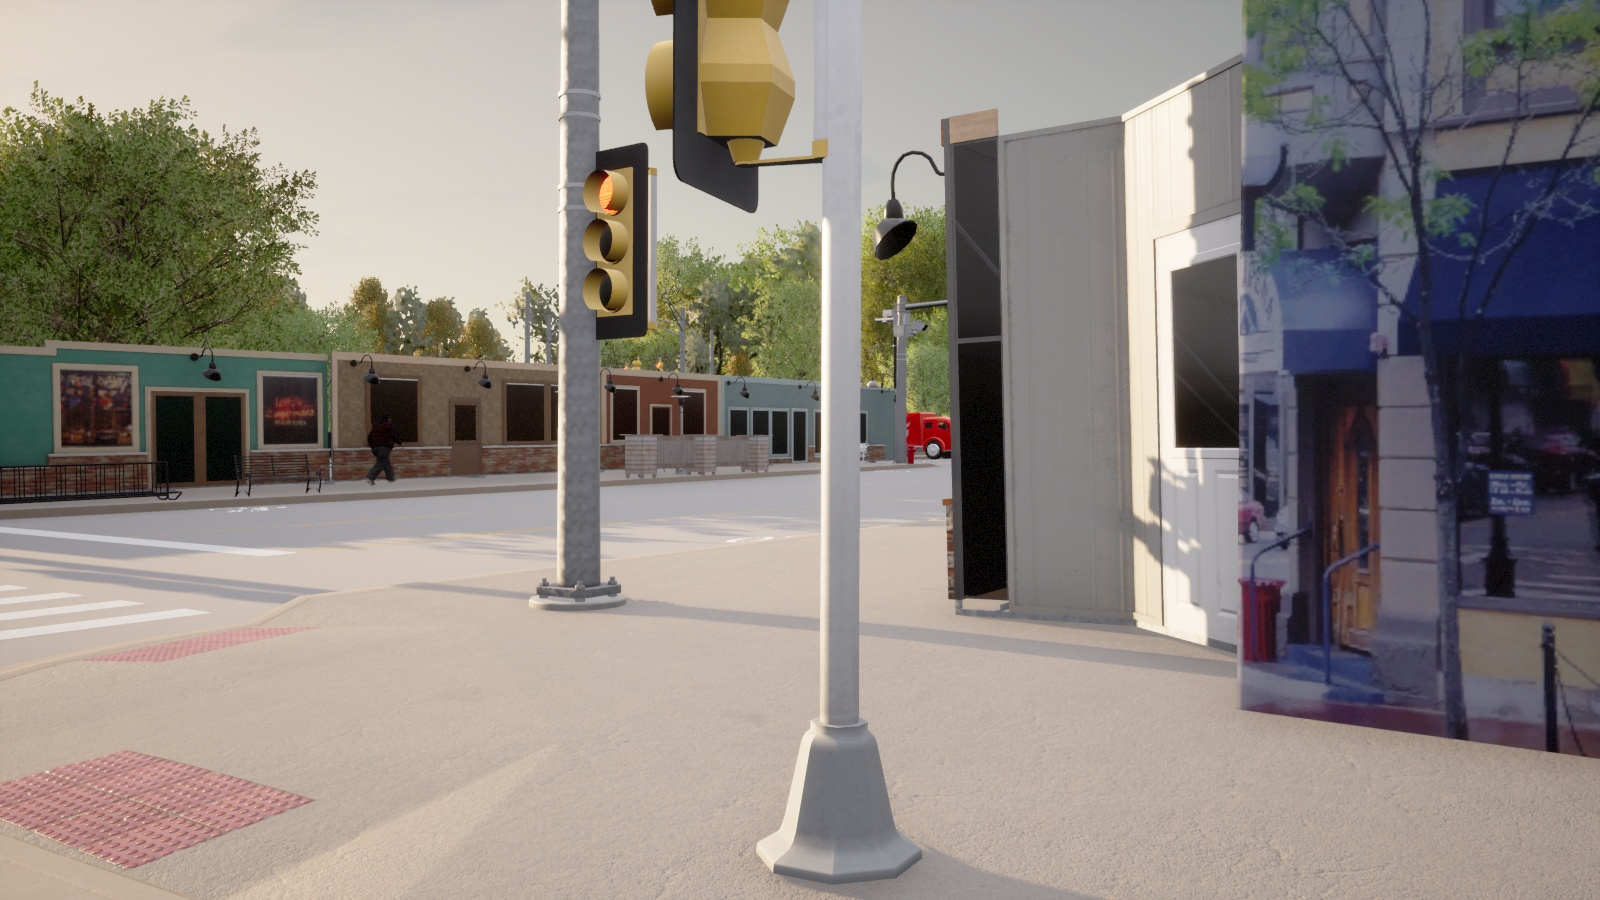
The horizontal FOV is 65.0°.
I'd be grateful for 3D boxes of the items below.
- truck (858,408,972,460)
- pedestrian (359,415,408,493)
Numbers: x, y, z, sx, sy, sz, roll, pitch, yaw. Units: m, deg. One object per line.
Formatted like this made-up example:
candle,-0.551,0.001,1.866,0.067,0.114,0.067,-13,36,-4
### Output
truck,6.028,-0.823,65.672,5.204,2.467,2.627,-3,0,29
pedestrian,-10.057,0.093,30.354,0.634,1.844,0.899,0,1,34
